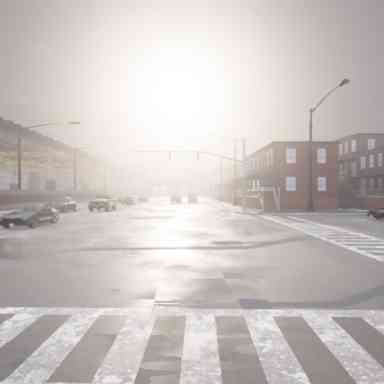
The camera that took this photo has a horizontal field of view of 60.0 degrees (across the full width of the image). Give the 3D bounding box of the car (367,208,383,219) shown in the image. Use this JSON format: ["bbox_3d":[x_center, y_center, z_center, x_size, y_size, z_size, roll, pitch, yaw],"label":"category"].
[{"bbox_3d":[17.059,1.547,26.669,5.357,1.411,2.033,0,0,0],"label":"car"}]

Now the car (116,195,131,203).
[{"bbox_3d":[-13.940,1.477,67.781,1.882,1.535,5.008,0,0,0],"label":"car"}]

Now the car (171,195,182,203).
[{"bbox_3d":[-3.369,1.352,70.227,2.097,1.767,4.553,0,0,0],"label":"car"}]

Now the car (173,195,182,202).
[{"bbox_3d":[-3.427,1.478,80.513,1.882,1.535,5.008,0,0,0],"label":"car"}]

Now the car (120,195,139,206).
[{"bbox_3d":[-10.536,1.506,55.531,1.837,1.490,4.892,0,0,0],"label":"car"}]

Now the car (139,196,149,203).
[{"bbox_3d":[-10.436,1.594,71.004,1.895,1.301,4.718,0,0,0],"label":"car"}]

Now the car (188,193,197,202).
[{"bbox_3d":[0.072,1.225,80.290,2.150,2.045,5.566,0,0,0],"label":"car"}]

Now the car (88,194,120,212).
[{"bbox_3d":[-10.520,1.220,39.346,2.150,2.045,5.566,0,0,0],"label":"car"}]

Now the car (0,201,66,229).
[{"bbox_3d":[-10.581,1.547,22.148,2.033,1.411,5.357,0,0,0],"label":"car"}]

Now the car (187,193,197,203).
[{"bbox_3d":[0.162,1.547,69.657,2.033,1.411,5.357,0,0,0],"label":"car"}]

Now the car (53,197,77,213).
[{"bbox_3d":[-14.067,1.352,35.788,2.097,1.767,4.553,0,0,0],"label":"car"}]
